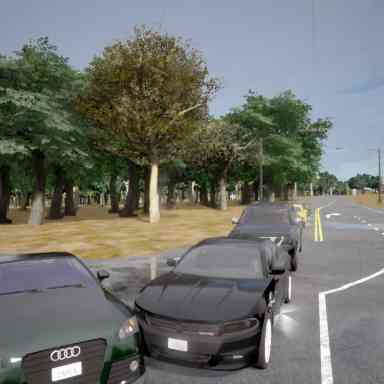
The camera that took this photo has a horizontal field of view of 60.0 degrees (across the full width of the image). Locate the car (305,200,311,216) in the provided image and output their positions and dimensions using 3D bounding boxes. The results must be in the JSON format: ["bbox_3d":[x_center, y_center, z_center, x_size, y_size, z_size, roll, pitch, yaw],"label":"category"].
[{"bbox_3d":[9.302,1.725,29.557,1.812,1.442,4.674,-1,0,21],"label":"car"}]

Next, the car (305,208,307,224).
[{"bbox_3d":[5.091,1.775,18.300,1.895,1.301,4.718,-1,0,21],"label":"car"}]

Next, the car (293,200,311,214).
[{"bbox_3d":[13.328,1.748,40.141,1.812,1.442,4.674,-1,0,21],"label":"car"}]

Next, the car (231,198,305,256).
[{"bbox_3d":[2.862,1.460,12.396,2.150,2.045,5.566,-2,0,21],"label":"car"}]

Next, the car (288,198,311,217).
[{"bbox_3d":[11.331,1.563,34.931,2.097,1.767,4.553,-1,0,21],"label":"car"}]

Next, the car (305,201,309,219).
[{"bbox_3d":[7.241,1.664,24.053,1.882,1.535,5.008,-1,0,21],"label":"car"}]

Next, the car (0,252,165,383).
[{"bbox_3d":[-2.306,1.643,4.960,1.994,1.385,4.181,1,-2,-33],"label":"car"}]

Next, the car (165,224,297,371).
[{"bbox_3d":[0.740,1.613,6.256,1.882,1.535,5.008,-1,-2,21],"label":"car"}]
